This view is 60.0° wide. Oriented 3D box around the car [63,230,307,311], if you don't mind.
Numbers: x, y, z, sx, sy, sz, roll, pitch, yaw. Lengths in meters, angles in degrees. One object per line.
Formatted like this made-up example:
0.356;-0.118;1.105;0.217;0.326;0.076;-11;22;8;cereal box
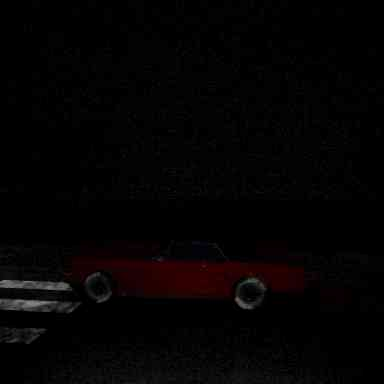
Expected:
-0.170;1.510;7.091;4.718;1.301;1.895;0;2;7;car
